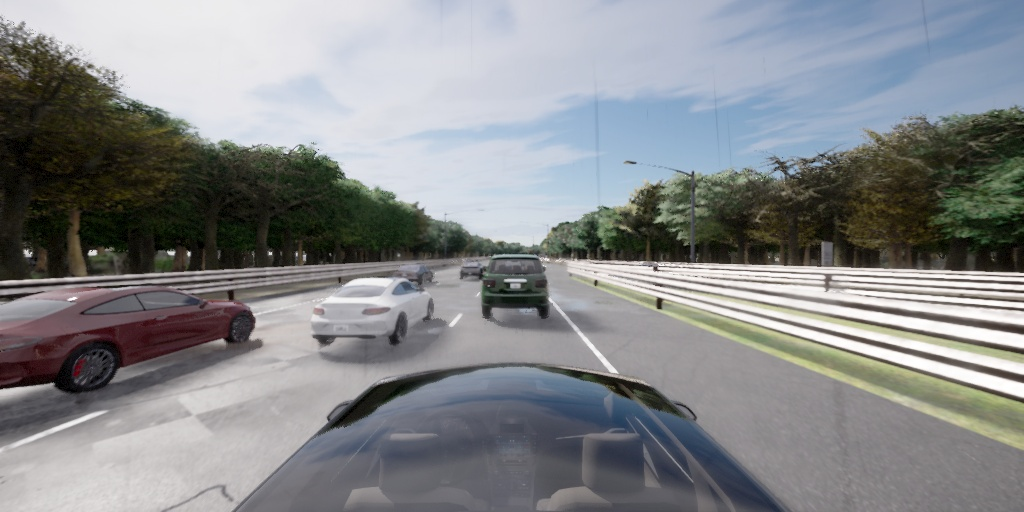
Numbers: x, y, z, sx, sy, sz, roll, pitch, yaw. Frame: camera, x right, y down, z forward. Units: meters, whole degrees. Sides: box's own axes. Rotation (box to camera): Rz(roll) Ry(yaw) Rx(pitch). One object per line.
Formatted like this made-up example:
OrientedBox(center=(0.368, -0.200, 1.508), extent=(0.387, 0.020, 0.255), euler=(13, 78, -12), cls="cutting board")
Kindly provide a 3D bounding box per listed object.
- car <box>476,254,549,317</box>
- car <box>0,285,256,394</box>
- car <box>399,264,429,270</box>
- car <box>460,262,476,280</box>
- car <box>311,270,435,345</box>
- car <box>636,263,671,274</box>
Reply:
OrientedBox(center=(0.104, 0.967, 13.211), extent=(2.150, 2.045, 5.566), euler=(0, 0, 0), cls="car")
OrientedBox(center=(-6.904, 1.236, 6.432), extent=(1.812, 1.442, 4.674), euler=(0, 0, 0), cls="car")
OrientedBox(center=(-6.897, 1.289, 25.478), extent=(2.033, 1.411, 5.357), euler=(0, 0, 0), cls="car")
OrientedBox(center=(-3.389, 1.232, 31.497), extent=(2.128, 1.511, 4.902), euler=(0, 0, 0), cls="car")
OrientedBox(center=(-3.398, 1.270, 9.441), extent=(1.812, 1.442, 4.674), euler=(0, 0, 0), cls="car")
OrientedBox(center=(12.288, 1.374, 33.031), extent=(2.033, 1.411, 5.357), euler=(0, 0, -13), cls="car")
